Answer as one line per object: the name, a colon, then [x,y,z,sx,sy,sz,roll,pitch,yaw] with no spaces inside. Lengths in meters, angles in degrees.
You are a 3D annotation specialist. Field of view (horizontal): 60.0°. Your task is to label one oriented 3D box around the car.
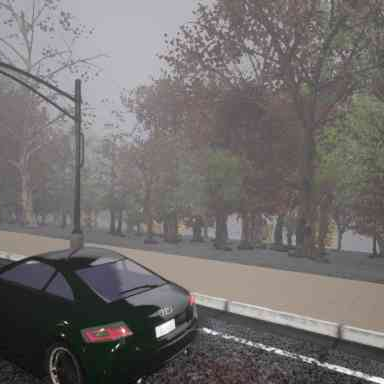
car: [-1.939,1.563,5.069,4.181,1.385,1.994,0,0,36]
